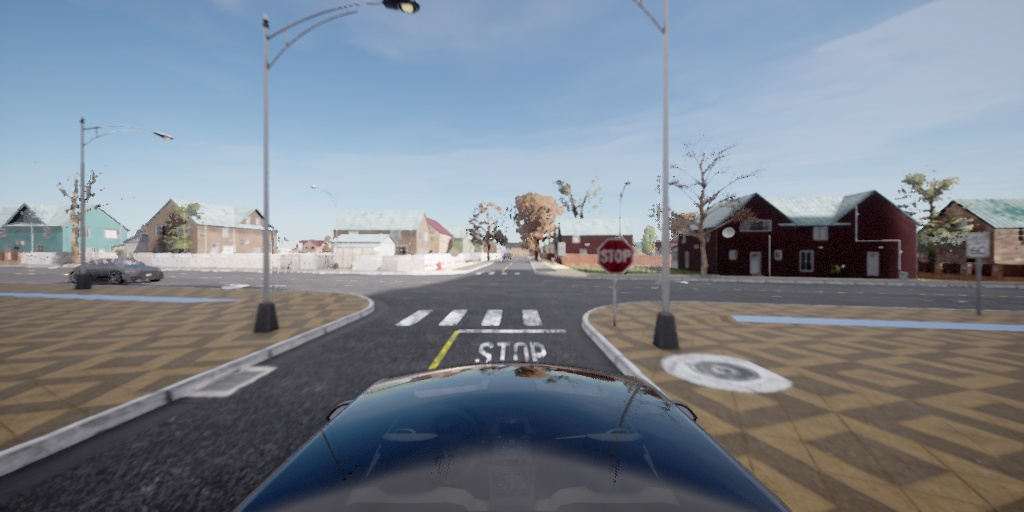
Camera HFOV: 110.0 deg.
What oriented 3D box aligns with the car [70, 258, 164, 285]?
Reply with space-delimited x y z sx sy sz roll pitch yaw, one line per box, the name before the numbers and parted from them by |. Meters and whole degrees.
car | -22.117 0.832 20.157 4.181 1.385 1.994 1 0 8
